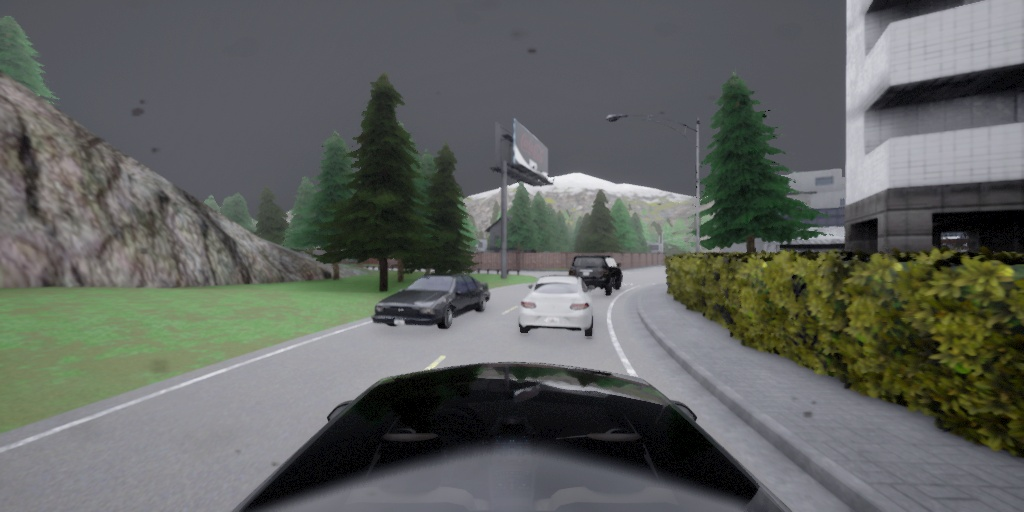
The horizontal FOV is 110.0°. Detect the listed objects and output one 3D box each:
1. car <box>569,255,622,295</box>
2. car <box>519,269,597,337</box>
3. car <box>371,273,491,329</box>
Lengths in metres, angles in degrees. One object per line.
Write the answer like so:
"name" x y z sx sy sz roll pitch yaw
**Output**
"car" 4.727 0.950 19.969 2.150 2.045 5.566 0 0 24
"car" 1.369 1.263 10.252 1.812 1.442 4.674 0 0 12
"car" -2.208 1.279 11.603 2.033 1.411 5.357 0 0 14
